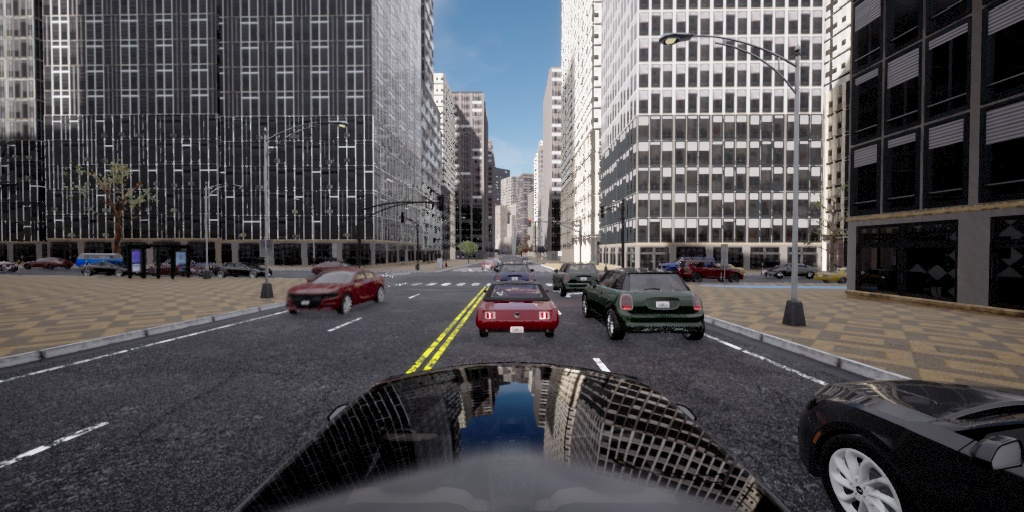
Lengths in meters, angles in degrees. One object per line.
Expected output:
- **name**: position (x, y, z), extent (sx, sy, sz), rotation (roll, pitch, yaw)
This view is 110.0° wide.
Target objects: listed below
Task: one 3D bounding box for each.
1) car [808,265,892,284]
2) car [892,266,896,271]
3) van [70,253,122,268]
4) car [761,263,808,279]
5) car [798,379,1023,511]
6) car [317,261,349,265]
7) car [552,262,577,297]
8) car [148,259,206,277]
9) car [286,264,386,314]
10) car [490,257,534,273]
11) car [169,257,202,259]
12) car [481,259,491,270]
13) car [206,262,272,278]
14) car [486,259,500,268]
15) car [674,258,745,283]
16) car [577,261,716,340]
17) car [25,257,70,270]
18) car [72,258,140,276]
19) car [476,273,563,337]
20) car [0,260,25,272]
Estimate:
- **car**: position (27.693, 1.579, 29.462), extent (4.829, 1.417, 1.751), rotation (0, 0, 1)
- **car**: position (33.162, 1.684, 29.358), extent (4.207, 1.307, 1.802), rotation (0, 0, 1)
- **van**: position (-45.218, 0.605, 39.293), extent (3.998, 1.789, 1.690), rotation (0, 0, 1)
- **car**: position (27.223, 1.448, 35.245), extent (4.902, 1.511, 2.128), rotation (1, 1, 1)
- **car**: position (3.342, 1.255, 1.036), extent (1.837, 1.490, 4.892), rotation (0, 0, 0)
- **car**: position (-15.825, 1.152, 32.837), extent (4.674, 1.442, 1.812), rotation (1, 1, 1)
- **car**: position (3.380, 1.093, 19.028), extent (2.097, 1.767, 4.553), rotation (0, 0, 0)
- **car**: position (-28.363, 1.138, 30.427), extent (4.207, 1.307, 1.802), rotation (0, 0, 1)
- **car**: position (-6.541, 1.221, 13.884), extent (1.882, 1.535, 5.008), rotation (0, 0, 1)
- **car**: position (0.131, 1.092, 19.180), extent (2.097, 1.767, 4.553), rotation (0, 0, 0)
- **car**: position (-29.524, 0.853, 33.142), extent (4.553, 1.767, 2.097), rotation (1, 1, 1)
- **car**: position (-3.238, 1.241, 50.655), extent (1.812, 1.442, 4.674), rotation (0, 0, 0)
- **car**: position (-22.679, 1.174, 30.283), extent (4.313, 1.339, 1.948), rotation (0, 0, 1)
- **car**: position (-3.214, 1.251, 60.343), extent (2.033, 1.411, 5.357), rotation (0, 0, 0)
- **car**: position (16.245, 1.269, 29.681), extent (5.009, 1.841, 2.192), rotation (0, 0, 1)
- **car**: position (3.357, 1.098, 10.091), extent (2.097, 1.767, 4.553), rotation (0, 0, 0)
- **car**: position (-50.900, 0.794, 39.420), extent (4.207, 1.307, 1.802), rotation (0, 0, 1)
- **car**: position (-34.043, 1.070, 30.611), extent (4.313, 1.339, 1.948), rotation (0, 0, 1)
- **car**: position (0.113, 1.347, 10.187), extent (1.895, 1.301, 4.718), rotation (0, 0, 0)
- **car**: position (-49.398, 0.845, 33.640), extent (4.674, 1.442, 1.812), rotation (0, 1, 2)
